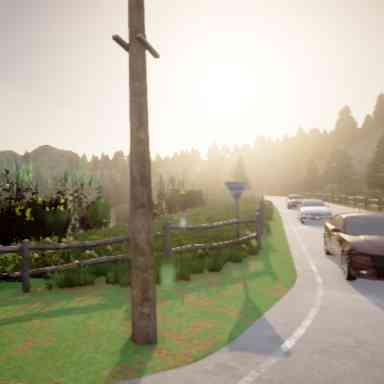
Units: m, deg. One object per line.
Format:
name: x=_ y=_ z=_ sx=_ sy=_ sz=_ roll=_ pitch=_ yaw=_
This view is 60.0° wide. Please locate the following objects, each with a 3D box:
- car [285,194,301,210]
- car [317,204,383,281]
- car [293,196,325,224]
car: x=11.139 y=1.048 z=35.868 sx=1.837 sy=1.490 sz=4.892 roll=-1 pitch=1 yaw=12
car: x=4.955 y=1.331 z=9.409 sx=1.882 sy=1.535 sz=5.008 roll=-1 pitch=0 yaw=14
car: x=7.988 y=1.231 z=22.002 sx=1.812 sy=1.442 sz=4.674 roll=-1 pitch=0 yaw=13
